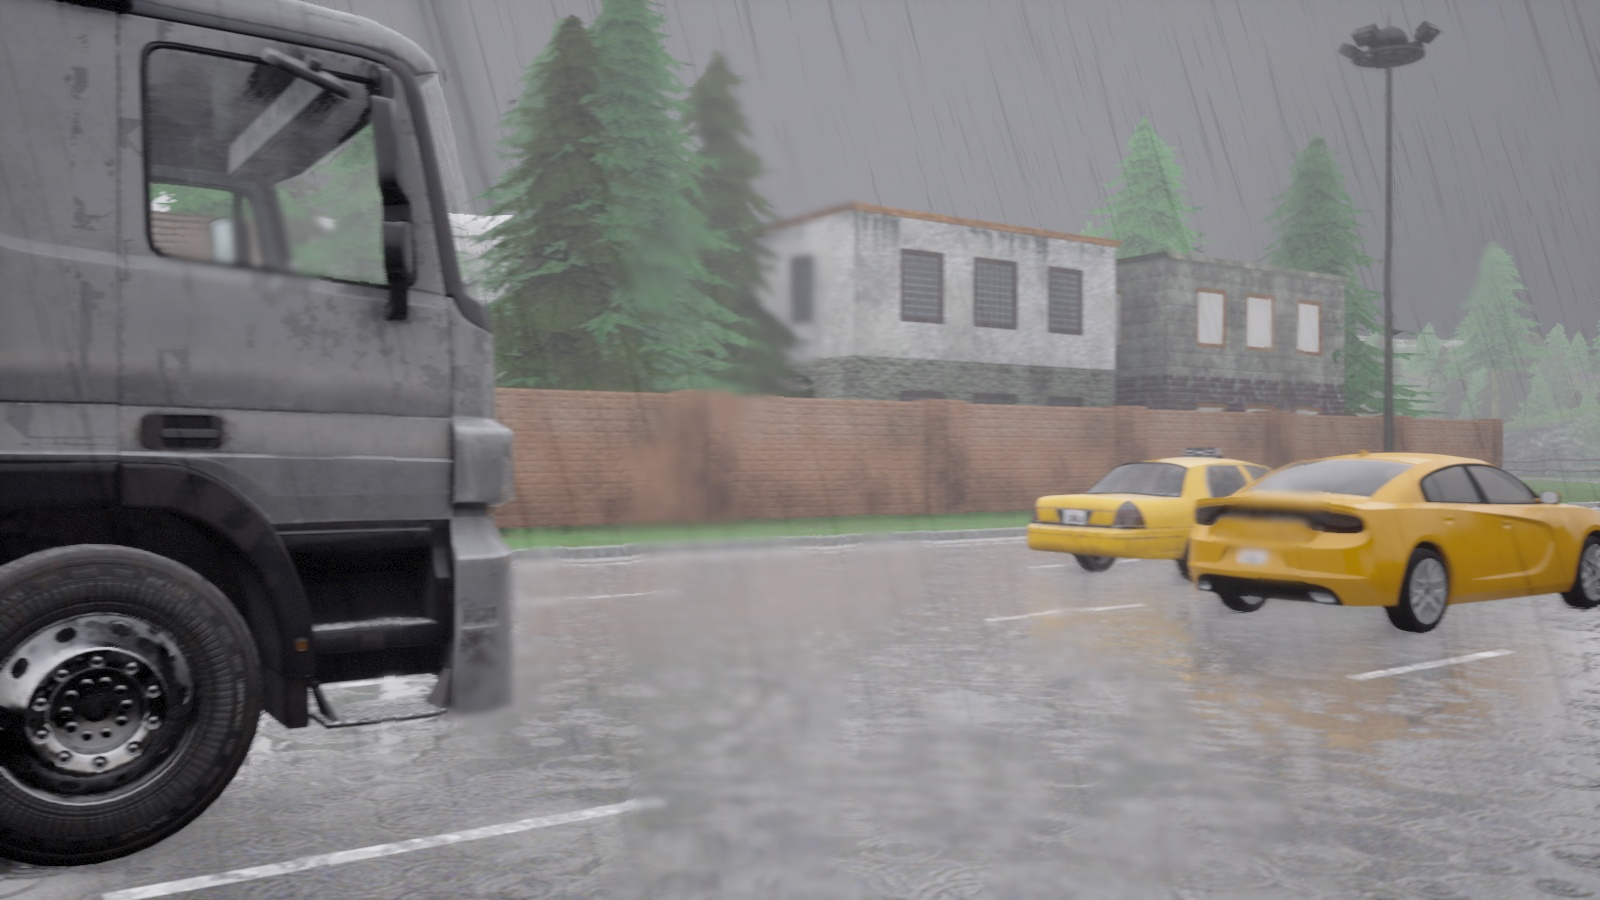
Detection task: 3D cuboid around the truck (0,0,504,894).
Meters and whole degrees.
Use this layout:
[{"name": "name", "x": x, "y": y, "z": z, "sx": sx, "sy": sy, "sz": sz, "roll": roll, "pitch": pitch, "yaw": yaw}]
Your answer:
[{"name": "truck", "x": -5.333, "y": -0.215, "z": 4.215, "sx": 7.936, "sy": 3.462, "sz": 2.891, "roll": 0, "pitch": 0, "yaw": -35}]

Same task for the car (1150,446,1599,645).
[{"name": "car", "x": 5.730, "y": 0.740, "z": 11.912, "sx": 5.008, "sy": 1.535, "sz": 1.882, "roll": 0, "pitch": 0, "yaw": -35}]

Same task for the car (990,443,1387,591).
[{"name": "car", "x": 4.969, "y": 0.713, "z": 15.646, "sx": 5.366, "sy": 1.575, "sz": 1.801, "roll": 0, "pitch": 0, "yaw": -35}]
